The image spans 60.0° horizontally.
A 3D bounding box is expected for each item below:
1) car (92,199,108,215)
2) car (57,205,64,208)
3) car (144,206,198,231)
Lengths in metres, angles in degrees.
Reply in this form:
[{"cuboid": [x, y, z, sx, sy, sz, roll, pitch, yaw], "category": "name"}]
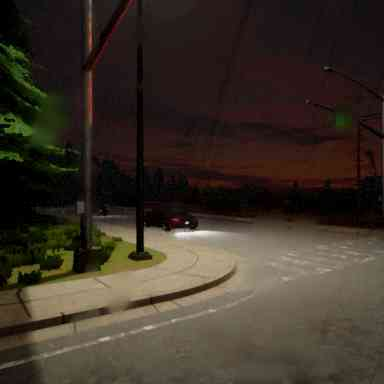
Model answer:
[{"cuboid": [-9.941, 1.531, 33.230, 1.837, 1.490, 4.892, 0, 0, -34], "category": "car"}, {"cuboid": [-19.974, 1.541, 48.102, 1.882, 1.535, 5.008, 0, 0, -34], "category": "car"}, {"cuboid": [-1.405, 1.590, 20.710, 1.994, 1.385, 4.181, 0, 0, -34], "category": "car"}]
